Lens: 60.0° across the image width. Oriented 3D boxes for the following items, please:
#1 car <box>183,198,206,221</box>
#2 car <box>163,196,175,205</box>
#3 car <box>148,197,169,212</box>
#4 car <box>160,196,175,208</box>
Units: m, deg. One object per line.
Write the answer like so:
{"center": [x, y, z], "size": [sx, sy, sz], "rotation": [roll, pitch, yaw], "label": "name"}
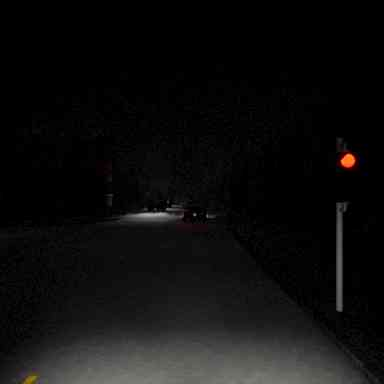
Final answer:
{"center": [0.205, 1.525, 27.443], "size": [1.812, 1.442, 4.674], "rotation": [0, 0, 0], "label": "car"}
{"center": [-4.041, 1.526, 58.502], "size": [1.812, 1.442, 4.674], "rotation": [0, 0, 0], "label": "car"}
{"center": [-4.090, 1.601, 39.385], "size": [1.895, 1.301, 4.718], "rotation": [0, 0, 0], "label": "car"}
{"center": [-4.076, 1.352, 48.348], "size": [2.097, 1.767, 4.553], "rotation": [0, 0, 0], "label": "car"}
